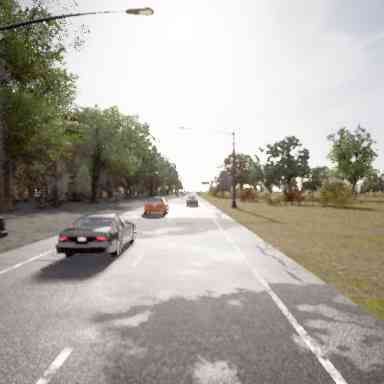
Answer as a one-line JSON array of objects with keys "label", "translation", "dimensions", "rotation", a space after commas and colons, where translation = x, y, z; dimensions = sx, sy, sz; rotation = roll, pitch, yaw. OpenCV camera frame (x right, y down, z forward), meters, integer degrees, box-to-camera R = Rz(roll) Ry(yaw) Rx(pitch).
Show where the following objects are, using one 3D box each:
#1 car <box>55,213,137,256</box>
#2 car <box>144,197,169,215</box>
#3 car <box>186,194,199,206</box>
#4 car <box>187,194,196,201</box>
[{"label": "car", "translation": [-3.415, 1.506, 12.819], "dimensions": [2.033, 1.411, 5.357], "rotation": [0, 0, 0]}, {"label": "car", "translation": [-3.436, 1.244, 32.829], "dimensions": [2.097, 1.767, 4.553], "rotation": [0, 0, 0]}, {"label": "car", "translation": [0.041, 1.380, 50.552], "dimensions": [2.033, 1.411, 5.357], "rotation": [0, 0, 0]}, {"label": "car", "translation": [-0.082, 1.261, 73.144], "dimensions": [1.837, 1.490, 4.892], "rotation": [0, 0, 0]}]
